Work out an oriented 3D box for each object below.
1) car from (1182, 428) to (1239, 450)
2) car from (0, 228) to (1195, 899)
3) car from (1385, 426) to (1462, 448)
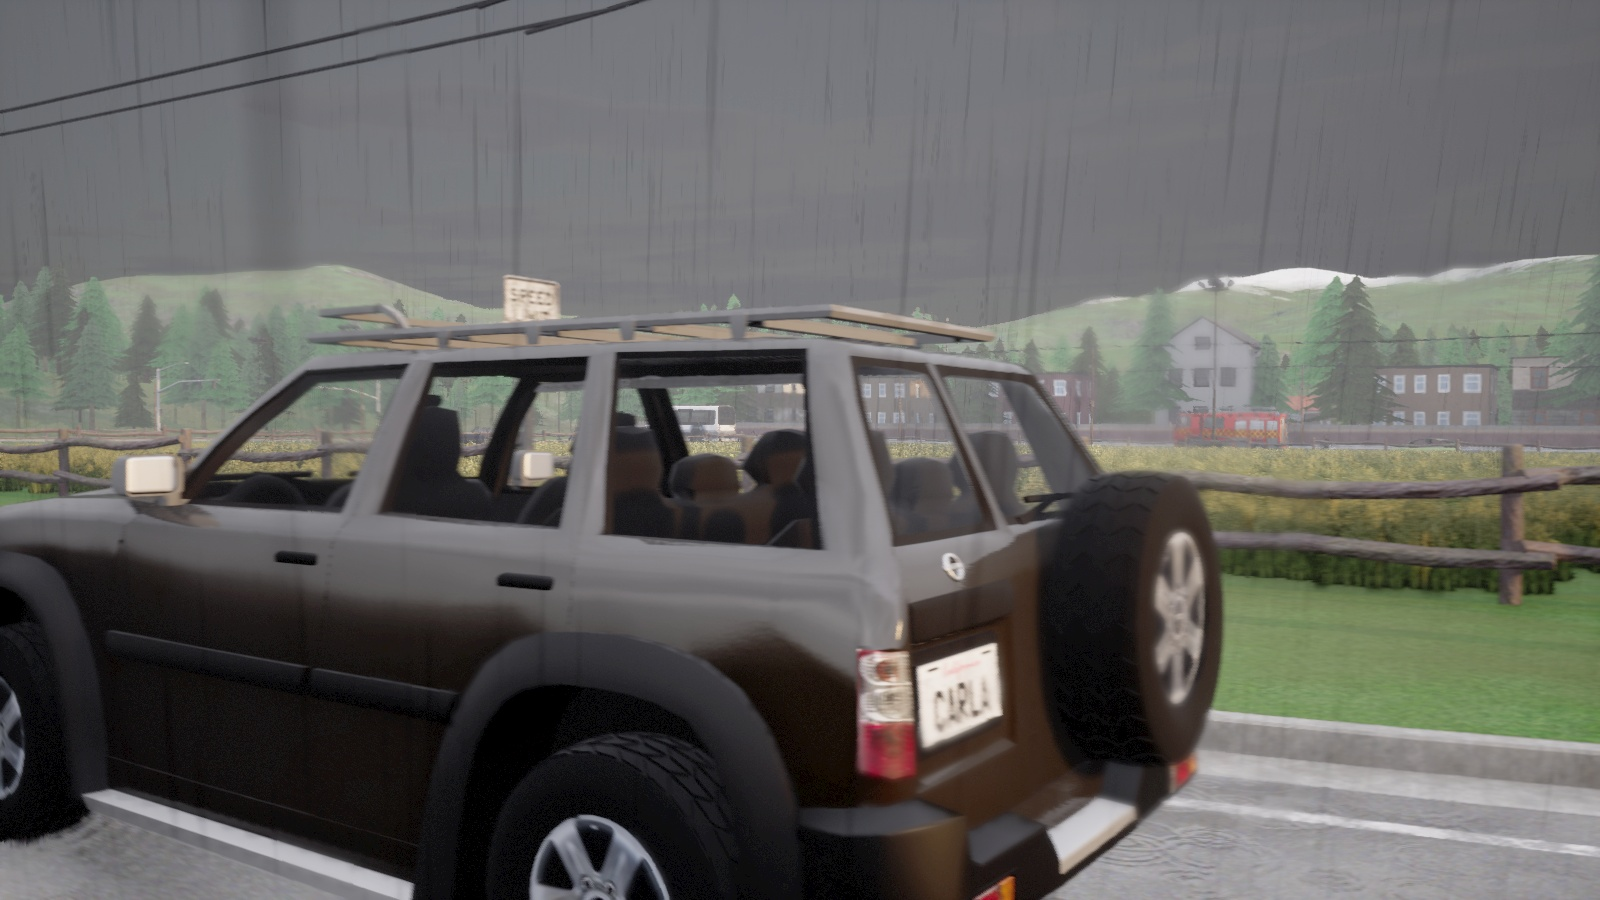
[{"bbox_3d":[29.889,-0.809,91.466,3.705,1.549,1.789,0,1,27],"label":"car"},{"bbox_3d":[-1.213,0.498,4.426,4.605,1.855,1.932,0,1,34],"label":"car"},{"bbox_3d":[43.007,-0.895,86.682,4.514,1.525,2.007,0,1,34],"label":"car"}]
